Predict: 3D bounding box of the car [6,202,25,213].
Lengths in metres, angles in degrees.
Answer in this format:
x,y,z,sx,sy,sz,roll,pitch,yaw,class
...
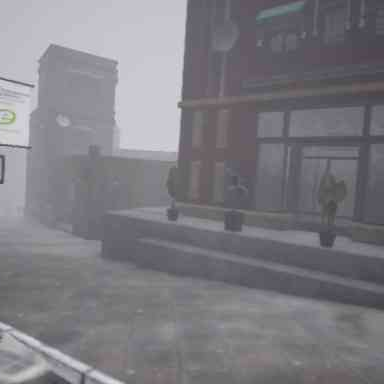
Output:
x,y,z,sx,sy,sz,roll,pitch,yaw,class
-25.537,2.308,49.605,2.128,1.511,4.902,4,-2,7,car
